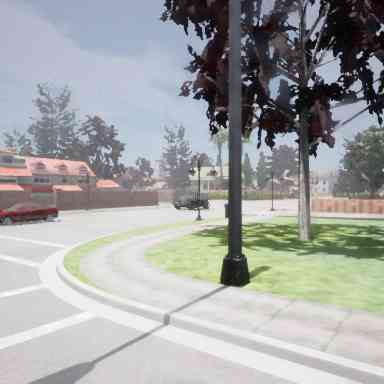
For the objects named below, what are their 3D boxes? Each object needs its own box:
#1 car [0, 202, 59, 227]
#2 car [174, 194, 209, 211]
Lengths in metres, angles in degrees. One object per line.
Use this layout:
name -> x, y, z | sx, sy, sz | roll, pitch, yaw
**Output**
car -> -11.985, 1.486, 23.610 | 1.882, 1.535, 5.008 | 0, 0, 34
car -> 0.049, 1.223, 41.392 | 2.150, 2.045, 5.566 | 0, 0, 35
